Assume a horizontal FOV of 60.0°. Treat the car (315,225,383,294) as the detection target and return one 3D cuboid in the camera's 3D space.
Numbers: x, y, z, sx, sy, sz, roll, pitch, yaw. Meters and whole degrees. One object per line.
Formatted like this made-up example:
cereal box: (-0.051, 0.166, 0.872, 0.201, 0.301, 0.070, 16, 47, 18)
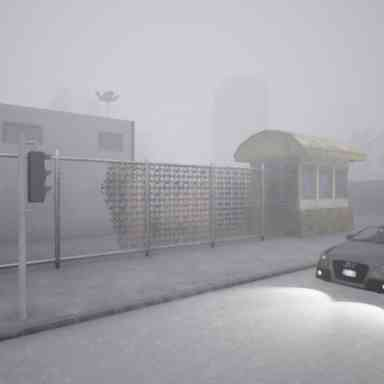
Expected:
car: (4.960, 1.544, 8.279, 4.181, 1.385, 1.994, 0, 0, -36)
